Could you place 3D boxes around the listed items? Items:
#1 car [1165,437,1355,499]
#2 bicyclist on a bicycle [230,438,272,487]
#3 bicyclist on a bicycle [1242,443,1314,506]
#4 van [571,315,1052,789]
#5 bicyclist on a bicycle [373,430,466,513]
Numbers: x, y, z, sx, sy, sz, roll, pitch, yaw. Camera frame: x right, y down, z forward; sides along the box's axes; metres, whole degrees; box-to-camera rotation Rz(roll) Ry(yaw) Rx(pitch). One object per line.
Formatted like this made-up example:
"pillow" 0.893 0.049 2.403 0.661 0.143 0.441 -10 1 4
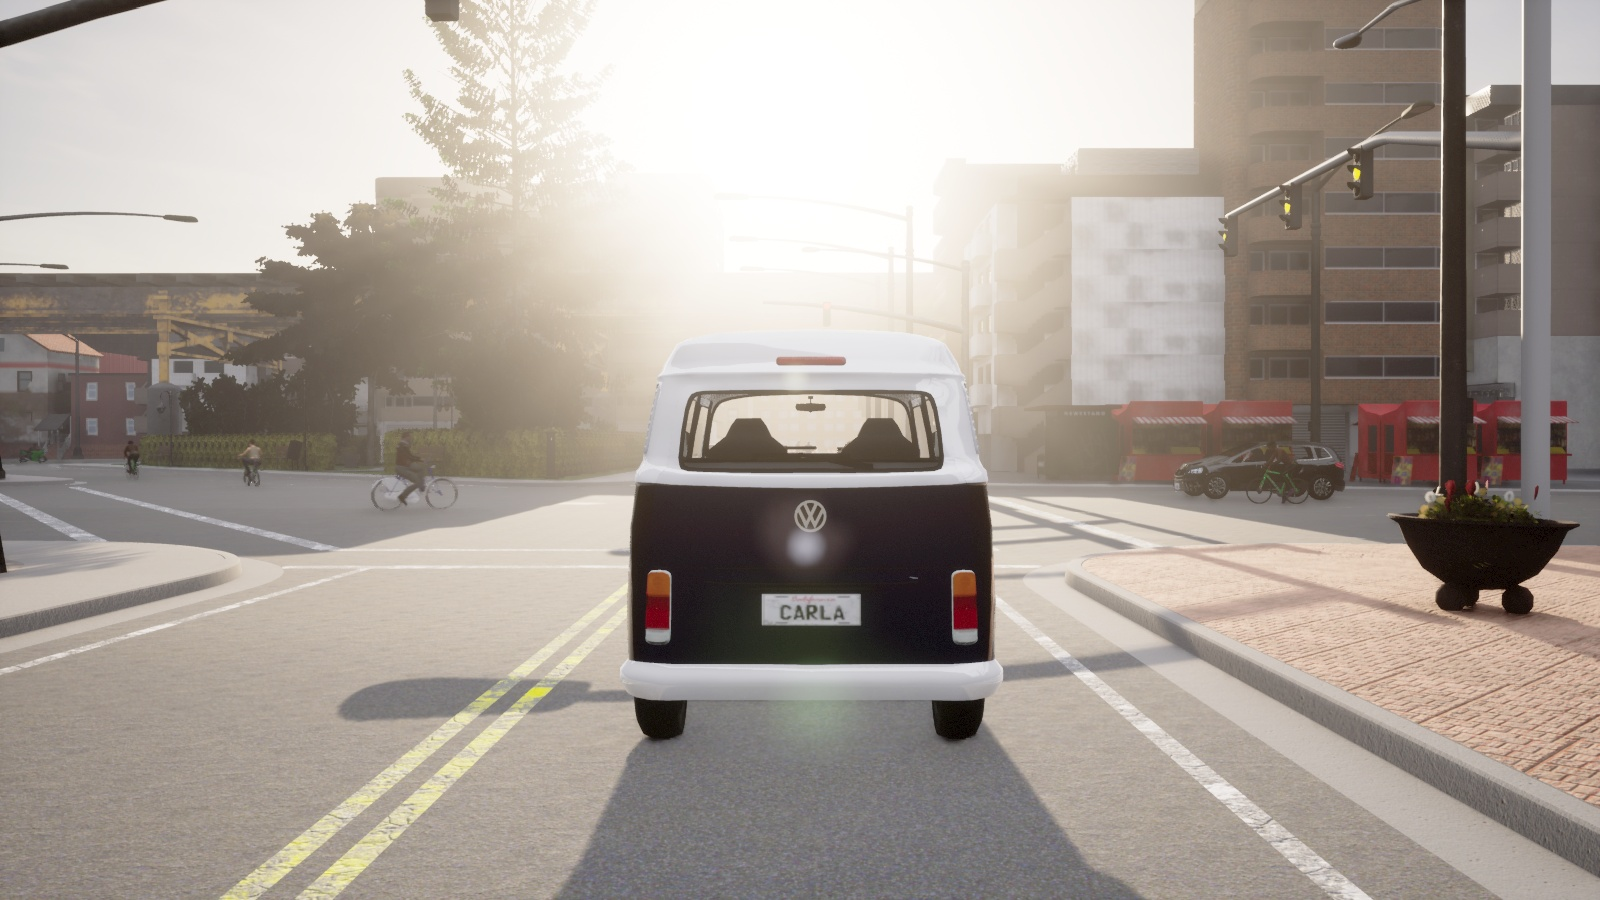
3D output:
"car" 13.121 0.503 36.080 4.611 1.667 2.242 1 0 0
"bicyclist on a bicycle" -18.641 0.412 42.625 0.866 1.612 1.509 -1 0 -42
"bicyclist on a bicycle" 12.392 0.626 32.583 1.656 1.620 0.582 0 0 0
"van" 0.066 0.427 7.651 2.069 2.038 4.480 0 0 0
"bicyclist on a bicycle" -8.347 0.455 27.575 1.843 1.776 0.659 0 0 -27
